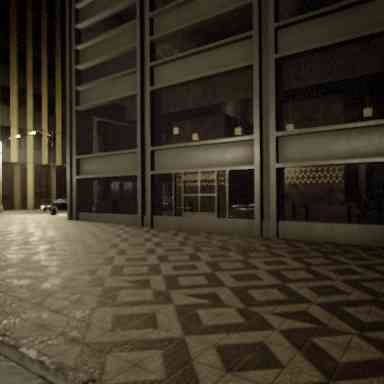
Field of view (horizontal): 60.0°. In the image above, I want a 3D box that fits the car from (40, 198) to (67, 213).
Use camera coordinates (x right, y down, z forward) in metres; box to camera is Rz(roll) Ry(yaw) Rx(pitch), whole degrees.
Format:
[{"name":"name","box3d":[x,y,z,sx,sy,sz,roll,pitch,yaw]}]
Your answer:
[{"name":"car","box3d":[-14.282,1.470,36.843,2.128,1.511,4.902,-1,0,35]}]
